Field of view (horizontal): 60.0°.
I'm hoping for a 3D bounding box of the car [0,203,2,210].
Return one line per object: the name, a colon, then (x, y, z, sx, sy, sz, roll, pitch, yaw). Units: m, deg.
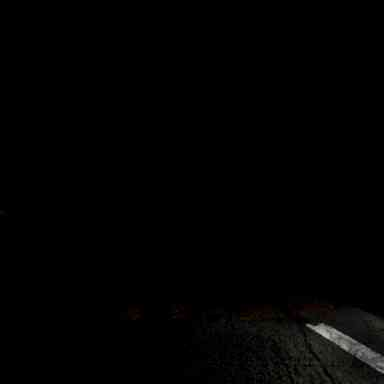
car: (-29.409, 1.954, 48.816, 1.837, 1.490, 4.892, 1, -1, -18)
